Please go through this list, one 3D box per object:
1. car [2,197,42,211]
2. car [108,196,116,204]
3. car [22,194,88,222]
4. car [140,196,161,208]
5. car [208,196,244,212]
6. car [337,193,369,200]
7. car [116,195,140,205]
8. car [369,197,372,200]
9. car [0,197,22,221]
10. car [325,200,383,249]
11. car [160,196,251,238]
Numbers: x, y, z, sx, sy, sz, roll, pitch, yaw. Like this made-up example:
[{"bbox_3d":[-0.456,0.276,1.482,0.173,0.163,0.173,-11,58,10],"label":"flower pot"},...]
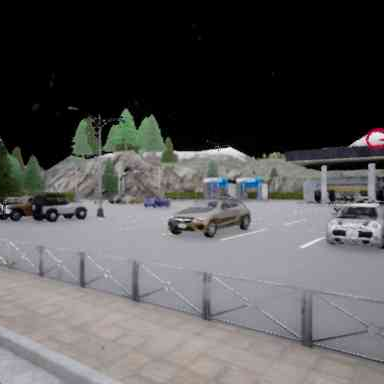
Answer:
[{"bbox_3d":[-20.460,1.371,40.051,1.970,1.475,3.806,0,0,35],"label":"car"},{"bbox_3d":[-12.188,1.273,56.991,2.007,1.523,4.514,0,0,35],"label":"car"},{"bbox_3d":[-9.440,1.068,23.552,1.905,1.878,3.866,0,0,35],"label":"car"},{"bbox_3d":[-4.326,1.262,42.134,1.845,1.501,3.633,0,0,35],"label":"car"},{"bbox_3d":[3.821,1.232,36.346,2.007,1.523,4.514,0,0,35],"label":"car"},{"bbox_3d":[13.595,1.023,28.592,1.932,1.855,4.605,0,0,35],"label":"car"},{"bbox_3d":[-9.593,1.261,55.228,2.152,1.636,5.027,0,0,35],"label":"car"},{"bbox_3d":[18.447,1.261,35.548,1.970,1.475,3.806,0,0,35],"label":"car"},{"bbox_3d":[-12.053,1.093,24.887,1.932,1.855,4.605,0,0,35],"label":"car"},{"bbox_3d":[6.455,1.206,12.756,1.970,1.475,3.806,0,0,35],"label":"car"},{"bbox_3d":[1.021,1.134,16.186,2.152,1.636,5.027,0,0,35],"label":"car"}]
